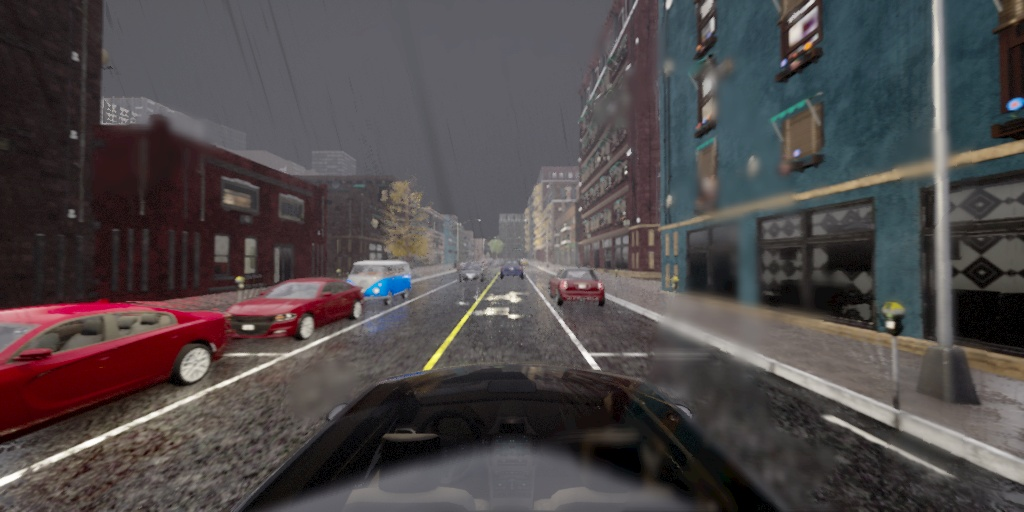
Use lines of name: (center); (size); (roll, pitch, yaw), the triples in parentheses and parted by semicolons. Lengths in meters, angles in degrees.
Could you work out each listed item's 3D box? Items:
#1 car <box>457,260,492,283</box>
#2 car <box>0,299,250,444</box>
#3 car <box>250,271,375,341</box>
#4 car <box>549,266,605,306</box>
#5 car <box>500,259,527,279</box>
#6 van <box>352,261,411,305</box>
car: (-3.003, 1.283, 28.353); (2.128, 1.511, 4.902); (0, 0, 0)
car: (-5.767, 1.295, 4.294); (1.888, 1.381, 4.507); (0, 0, 0)
car: (-5.691, 1.295, 9.976); (1.888, 1.381, 4.507); (0, 0, 0)
car: (2.690, 1.190, 15.725); (1.967, 1.591, 4.097); (0, 0, 0)
car: (0.007, 1.104, 33.095); (2.097, 1.767, 4.553); (0, 0, 0)
van: (-5.691, 1.091, 15.663); (1.690, 1.789, 3.998); (0, 0, 0)
